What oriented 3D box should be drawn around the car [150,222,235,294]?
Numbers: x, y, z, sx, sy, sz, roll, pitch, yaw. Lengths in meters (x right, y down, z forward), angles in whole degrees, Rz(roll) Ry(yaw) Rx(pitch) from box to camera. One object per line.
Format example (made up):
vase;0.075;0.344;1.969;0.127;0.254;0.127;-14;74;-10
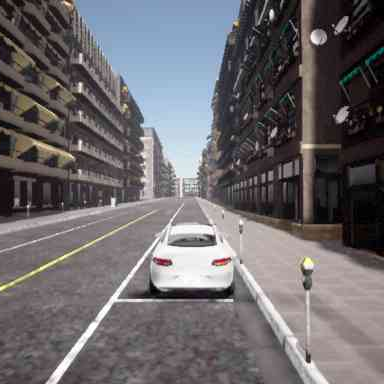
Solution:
car;0.003;1.521;8.653;1.812;1.442;4.674;0;0;0
